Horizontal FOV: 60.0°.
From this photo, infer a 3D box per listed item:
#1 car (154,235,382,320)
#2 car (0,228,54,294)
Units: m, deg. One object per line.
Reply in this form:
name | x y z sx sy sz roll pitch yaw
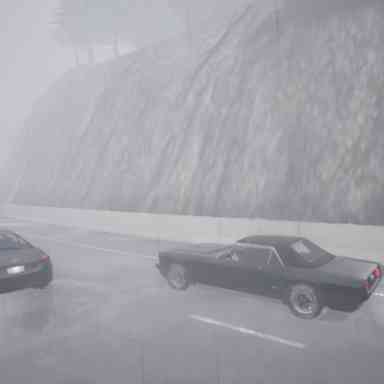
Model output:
car | 1.423 1.621 7.407 4.718 1.301 1.895 0 0 37
car | -5.222 1.588 8.162 4.181 1.385 1.994 0 0 39
